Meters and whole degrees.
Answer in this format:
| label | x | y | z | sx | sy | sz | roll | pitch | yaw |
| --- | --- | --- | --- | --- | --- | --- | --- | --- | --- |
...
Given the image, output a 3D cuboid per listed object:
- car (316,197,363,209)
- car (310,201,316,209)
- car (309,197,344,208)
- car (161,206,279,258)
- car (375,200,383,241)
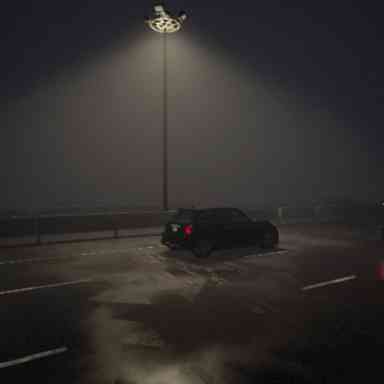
| label | x | y | z | sx | sy | sz | roll | pitch | yaw |
| --- | --- | --- | --- | --- | --- | --- | --- | --- | --- |
| car | 16.584 | 1.389 | 36.780 | 4.892 | 1.490 | 1.837 | 0 | 0 | -23 |
| car | 16.771 | 1.378 | 40.656 | 4.892 | 1.490 | 1.837 | 0 | 0 | -23 |
| car | 18.143 | 1.423 | 44.995 | 4.181 | 1.385 | 1.994 | 0 | 0 | -21 |
| car | 1.191 | 1.315 | 12.739 | 4.553 | 1.767 | 2.097 | 0 | 0 | -33 |
| car | 10.151 | 1.305 | 13.959 | 4.553 | 1.767 | 2.097 | 0 | 0 | -29 |
